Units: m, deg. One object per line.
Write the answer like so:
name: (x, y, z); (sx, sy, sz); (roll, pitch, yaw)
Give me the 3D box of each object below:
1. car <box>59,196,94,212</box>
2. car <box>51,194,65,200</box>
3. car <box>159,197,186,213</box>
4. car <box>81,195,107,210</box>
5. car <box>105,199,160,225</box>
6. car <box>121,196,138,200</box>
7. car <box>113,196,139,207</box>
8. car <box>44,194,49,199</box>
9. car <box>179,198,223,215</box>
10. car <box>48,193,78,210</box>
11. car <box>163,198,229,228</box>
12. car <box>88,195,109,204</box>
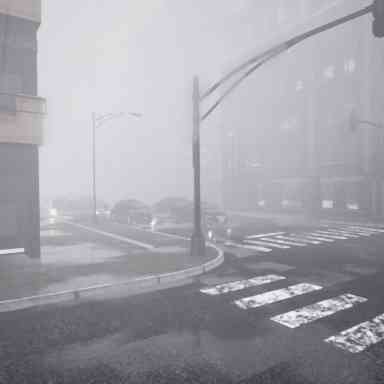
car: (-12.682, 1.448, 36.363); (2.008, 1.369, 4.403); (-1, 1, -35)
car: (-31.650, 1.124, 78.521); (2.008, 1.369, 4.403); (-1, 1, -35)
car: (-1.933, 1.205, 30.988); (2.097, 1.767, 4.553); (-1, 1, -35)
car: (-11.492, 1.397, 39.205); (2.033, 1.411, 5.357); (-1, 1, -35)
car: (-4.421, 1.509, 24.191); (1.887, 1.381, 4.507); (-1, 1, -35)
car: (-5.494, 1.373, 30.518); (1.882, 1.535, 5.008); (-1, 1, -35)
car: (-9.121, 1.266, 45.944); (1.752, 1.417, 4.829); (-1, 1, -35)
car: (-34.978, 1.075, 83.334); (1.752, 1.417, 4.829); (-1, 1, -35)
car: (0.756, 1.359, 31.846); (1.887, 1.381, 4.507); (-1, 1, -35)
car: (-15.915, 1.313, 41.036); (1.967, 1.590, 4.097); (-1, 1, -35)
car: (0.387, 1.434, 22.010); (2.128, 1.511, 4.902); (-1, 1, -35)
car: (-15.585, 1.216, 55.292); (1.752, 1.417, 4.829); (-1, 1, -35)
